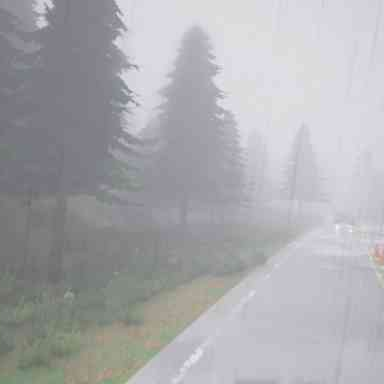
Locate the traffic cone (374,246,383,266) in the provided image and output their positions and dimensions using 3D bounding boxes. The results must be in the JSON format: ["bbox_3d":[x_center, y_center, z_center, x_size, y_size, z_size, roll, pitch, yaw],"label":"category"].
[{"bbox_3d":[7.053,2.408,12.304,0.340,0.580,0.340,2,-1,23],"label":"traffic cone"}]

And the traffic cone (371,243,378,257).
[{"bbox_3d":[7.840,2.463,14.142,0.340,0.580,0.340,2,-1,23],"label":"traffic cone"}]

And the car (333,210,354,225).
[{"bbox_3d":[16.239,2.658,35.658,2.033,1.411,5.357,2,0,23],"label":"car"}]
